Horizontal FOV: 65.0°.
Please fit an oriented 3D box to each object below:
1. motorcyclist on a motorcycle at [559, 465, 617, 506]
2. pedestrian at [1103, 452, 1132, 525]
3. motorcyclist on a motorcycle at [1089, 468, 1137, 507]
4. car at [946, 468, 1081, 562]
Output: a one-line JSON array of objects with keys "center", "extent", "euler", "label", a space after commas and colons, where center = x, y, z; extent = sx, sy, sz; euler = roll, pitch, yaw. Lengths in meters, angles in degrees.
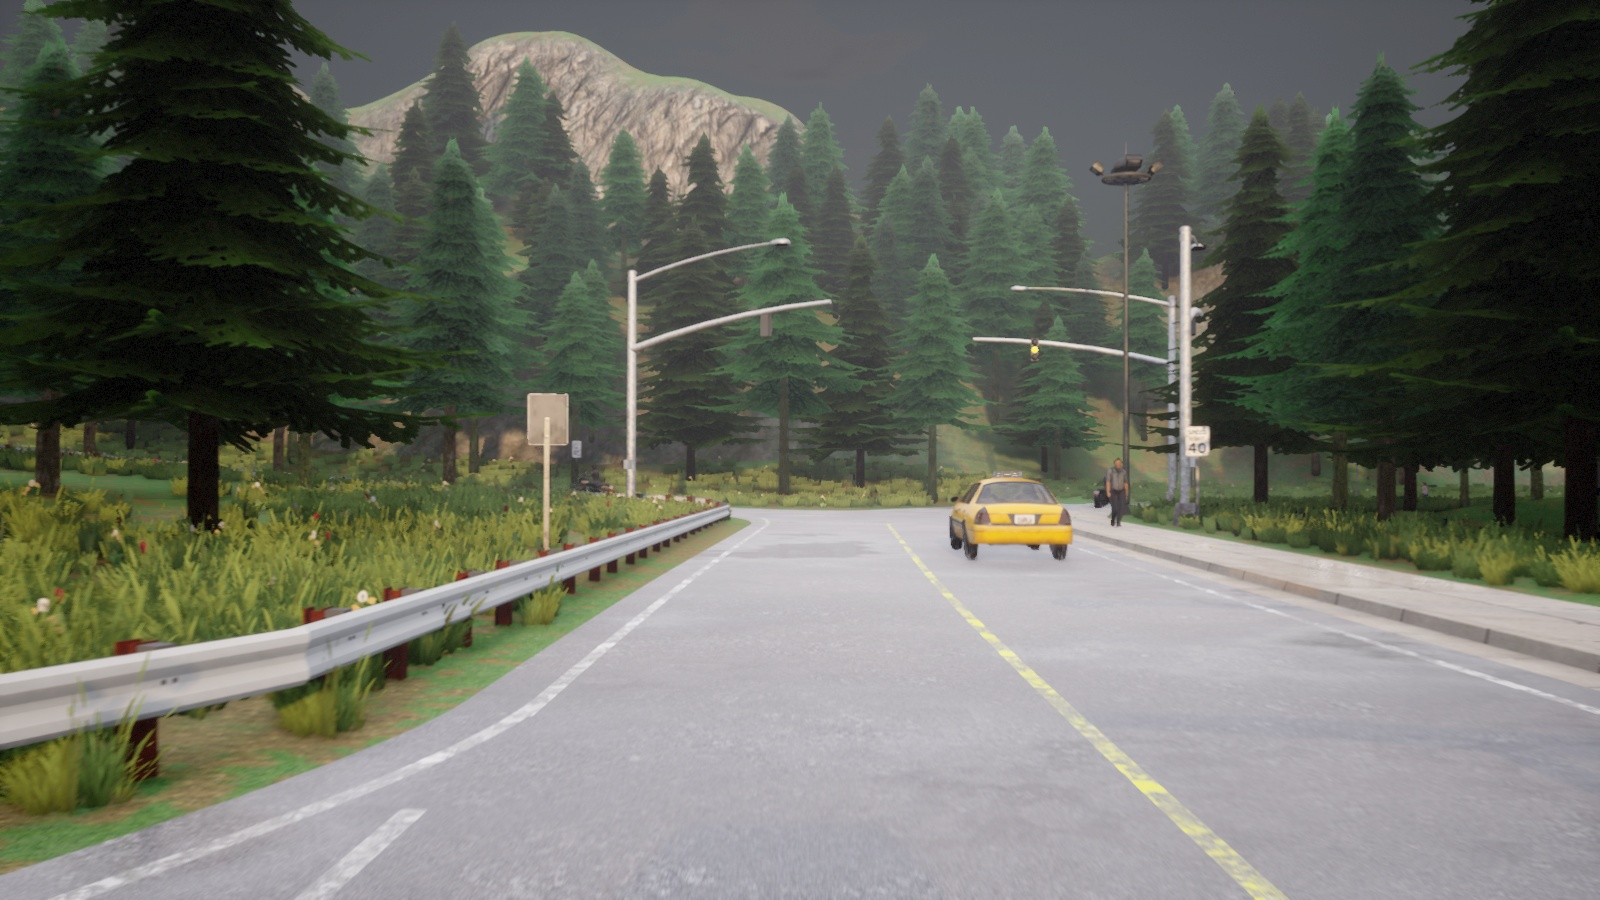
[{"center": [-8.870, 1.482, 52.510], "extent": [2.350, 1.649, 0.766], "euler": [1, 0, 26], "label": "motorcyclist on a motorcycle"}, {"center": [8.145, 0.980, 32.230], "extent": [0.540, 1.848, 0.694], "euler": [0, -1, 0], "label": "pedestrian"}, {"center": [13.492, 1.611, 54.118], "extent": [2.350, 1.649, 0.766], "euler": [1, -1, -40], "label": "motorcyclist on a motorcycle"}, {"center": [3.872, 1.131, 23.656], "extent": [1.801, 1.575, 5.366], "euler": [0, -1, 2], "label": "car"}]
